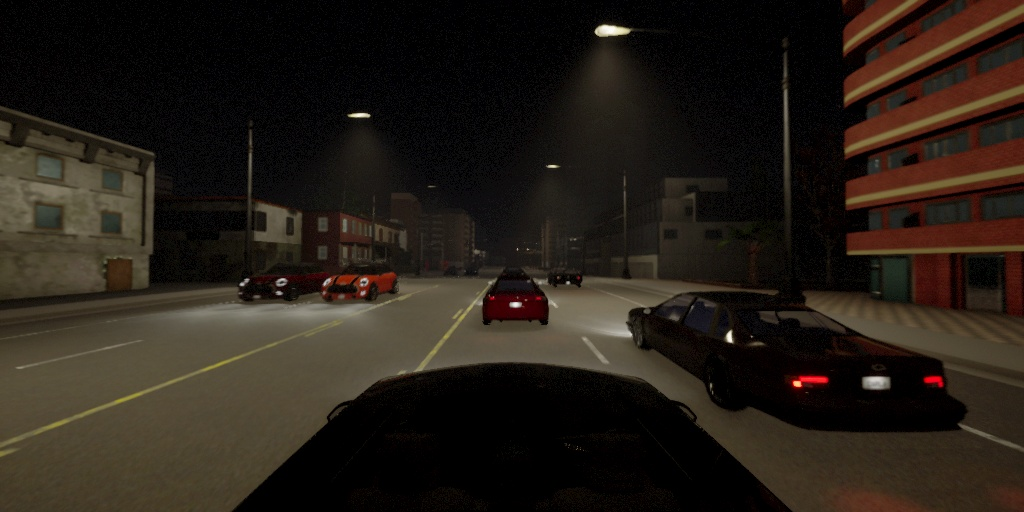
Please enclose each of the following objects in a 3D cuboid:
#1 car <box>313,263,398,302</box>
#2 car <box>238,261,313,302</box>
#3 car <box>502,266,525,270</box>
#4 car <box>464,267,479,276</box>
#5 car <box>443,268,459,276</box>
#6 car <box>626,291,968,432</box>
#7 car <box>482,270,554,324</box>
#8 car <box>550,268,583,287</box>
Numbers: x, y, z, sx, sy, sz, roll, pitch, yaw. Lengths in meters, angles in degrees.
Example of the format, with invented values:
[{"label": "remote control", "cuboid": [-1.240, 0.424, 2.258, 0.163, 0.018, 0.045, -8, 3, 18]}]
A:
[{"label": "car", "cuboid": [-7.094, 1.124, 17.173, 2.097, 1.767, 4.553, 0, 0, 0]}, {"label": "car", "cuboid": [-10.594, 1.123, 17.144, 2.097, 1.767, 4.553, 0, 0, 0]}, {"label": "car", "cuboid": [0.107, 1.479, 27.521, 1.994, 1.385, 4.181, 0, -1, 0]}, {"label": "car", "cuboid": [-6.981, 2.632, 61.783, 2.097, 1.767, 4.553, 0, -2, 0]}, {"label": "car", "cuboid": [-10.481, 2.791, 61.748, 1.812, 1.442, 4.674, 0, -2, 0]}, {"label": "car", "cuboid": [3.599, 1.302, 6.053, 2.033, 1.411, 5.357, 0, 0, 0]}, {"label": "car", "cuboid": [0.102, 1.323, 11.955, 1.994, 1.385, 4.181, 0, 0, 0]}, {"label": "car", "cuboid": [3.607, 1.471, 25.215, 1.895, 1.301, 4.718, 0, -1, 0]}]
